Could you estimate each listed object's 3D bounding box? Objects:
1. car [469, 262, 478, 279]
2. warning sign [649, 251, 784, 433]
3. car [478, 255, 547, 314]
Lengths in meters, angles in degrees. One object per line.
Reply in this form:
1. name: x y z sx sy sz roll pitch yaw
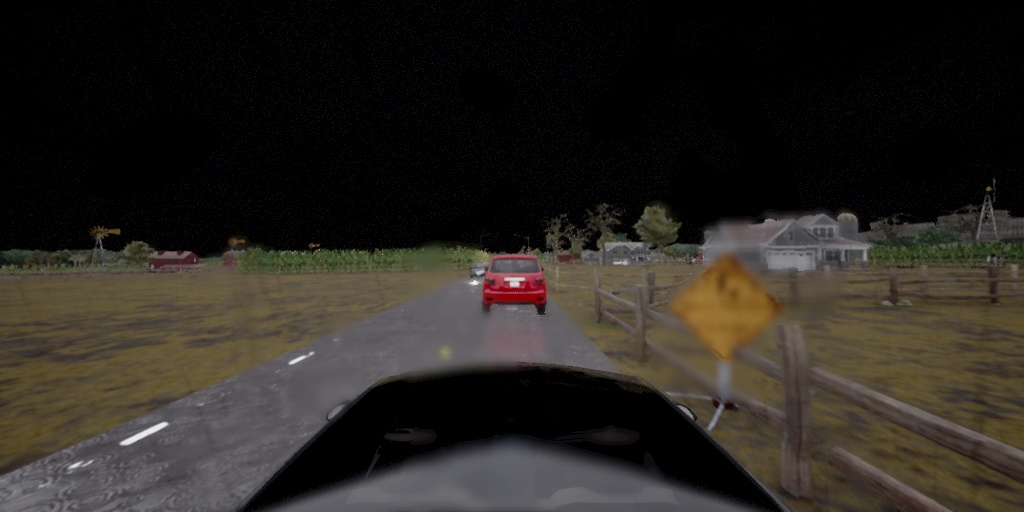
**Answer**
1. car: -2.852 1.329 33.507 2.128 1.511 4.902 0 0 0
2. warning sign: 2.449 0.867 4.133 1.300 1.860 1.060 0 0 0
3. car: 0.091 0.990 13.995 2.150 2.045 5.566 0 0 0
